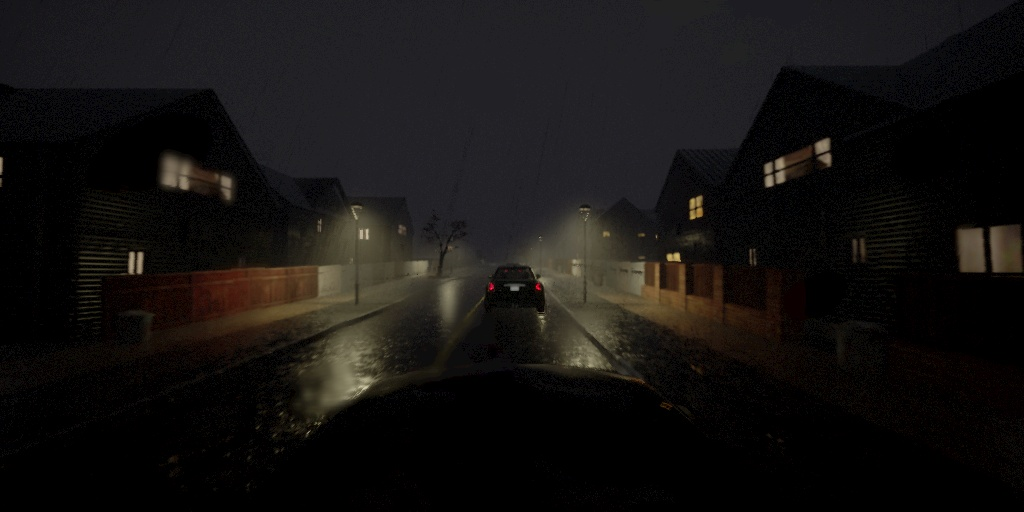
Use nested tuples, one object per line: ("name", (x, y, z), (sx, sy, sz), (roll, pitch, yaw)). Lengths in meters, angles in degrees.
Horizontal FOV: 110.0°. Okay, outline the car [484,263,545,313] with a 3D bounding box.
("car", (0.095, 1.111, 14.115), (2.097, 1.767, 4.553), (0, 0, 0))
